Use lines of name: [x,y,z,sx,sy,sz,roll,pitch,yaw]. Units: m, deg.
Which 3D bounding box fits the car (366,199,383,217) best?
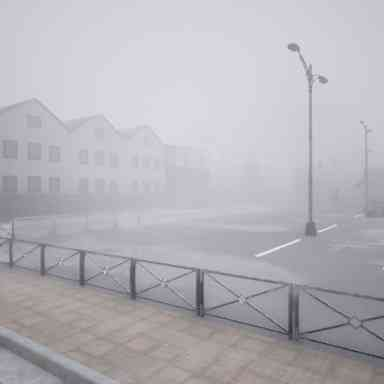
car: [15.339,1.301,26.865,2.007,1.523,4.514,0,0,35]
